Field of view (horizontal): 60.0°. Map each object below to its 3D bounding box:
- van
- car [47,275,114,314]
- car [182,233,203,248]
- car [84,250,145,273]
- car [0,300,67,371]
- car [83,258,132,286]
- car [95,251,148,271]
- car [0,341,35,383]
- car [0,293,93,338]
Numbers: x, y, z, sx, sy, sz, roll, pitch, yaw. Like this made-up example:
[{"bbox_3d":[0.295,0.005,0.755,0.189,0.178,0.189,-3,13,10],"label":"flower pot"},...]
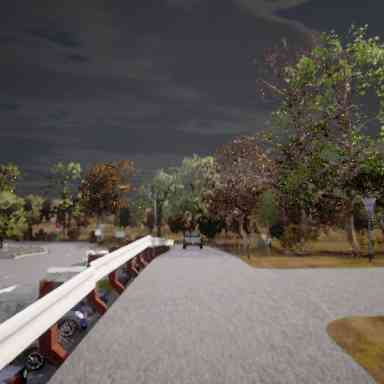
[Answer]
[{"bbox_3d":[-6.843,5.668,20.789,4.442,1.987,1.878,2,-4,-20],"label":"van"},{"bbox_3d":[-6.934,5.690,17.713,4.892,1.521,2.231,2,-4,-20],"label":"car"},{"bbox_3d":[0.093,4.812,33.025,2.128,1.511,4.902,0,-8,0],"label":"car"},{"bbox_3d":[-6.996,6.037,26.759,5.566,2.045,2.435,2,-4,-20],"label":"car"},{"bbox_3d":[-6.945,5.161,11.685,4.553,1.767,2.185,2,-4,-20],"label":"car"},{"bbox_3d":[-6.932,5.965,23.759,4.553,1.767,2.185,2,-4,-20],"label":"car"},{"bbox_3d":[-6.986,6.721,32.811,4.792,1.488,2.163,2,-4,-20],"label":"car"},{"bbox_3d":[-6.935,5.115,8.658,4.792,1.488,2.163,2,-4,-20],"label":"car"},{"bbox_3d":[-6.966,5.362,14.708,4.553,1.767,2.185,2,-4,-20],"label":"car"}]
